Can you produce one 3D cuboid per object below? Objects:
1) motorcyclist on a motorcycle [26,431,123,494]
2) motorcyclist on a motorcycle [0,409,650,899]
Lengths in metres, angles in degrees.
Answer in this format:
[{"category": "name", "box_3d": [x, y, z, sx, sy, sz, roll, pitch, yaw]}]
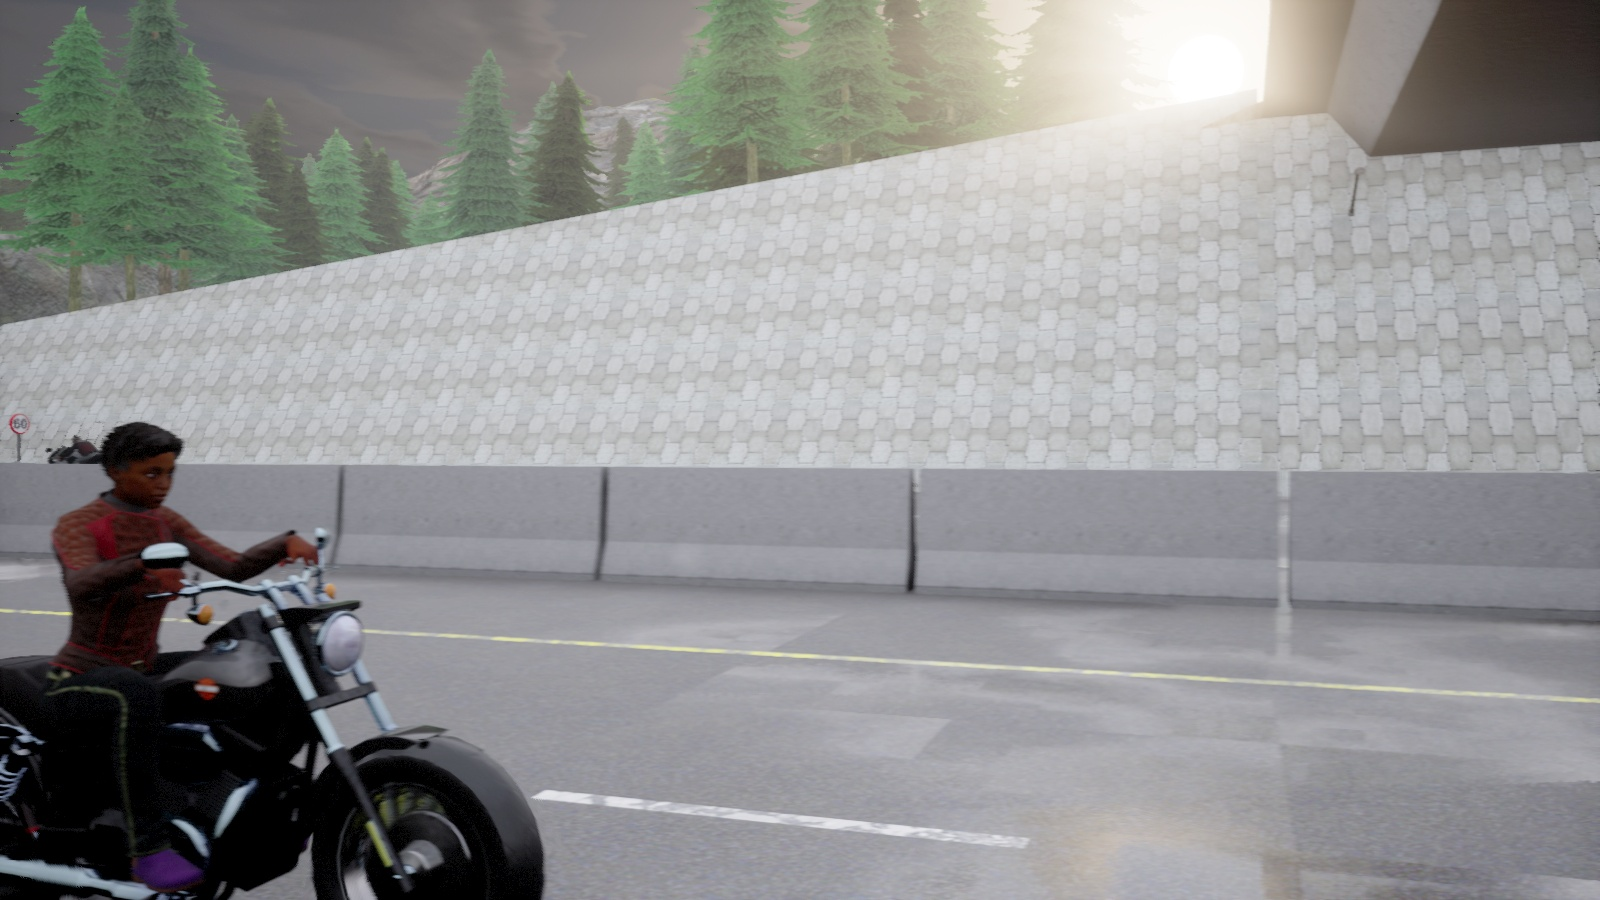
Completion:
[{"category": "motorcyclist on a motorcycle", "box_3d": [-18.169, 0.289, 31.461, 2.191, 1.530, 0.866, 1, 1, 19]}, {"category": "motorcyclist on a motorcycle", "box_3d": [-1.688, 0.710, 3.760, 2.350, 1.649, 0.766, 1, 1, 19]}]
